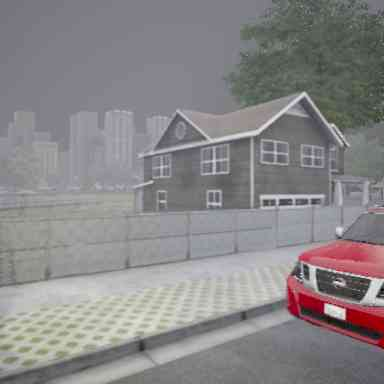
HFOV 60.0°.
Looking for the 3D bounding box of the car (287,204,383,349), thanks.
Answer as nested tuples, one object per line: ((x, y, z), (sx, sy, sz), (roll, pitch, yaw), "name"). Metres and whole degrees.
((4.150, 1.245, 5.995), (5.566, 2.045, 2.150), (0, 0, -35), "car")
